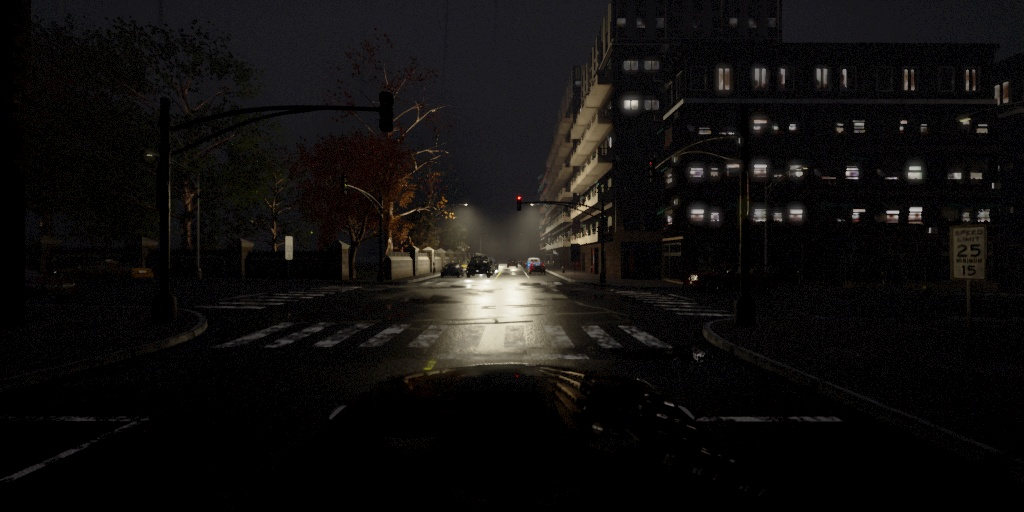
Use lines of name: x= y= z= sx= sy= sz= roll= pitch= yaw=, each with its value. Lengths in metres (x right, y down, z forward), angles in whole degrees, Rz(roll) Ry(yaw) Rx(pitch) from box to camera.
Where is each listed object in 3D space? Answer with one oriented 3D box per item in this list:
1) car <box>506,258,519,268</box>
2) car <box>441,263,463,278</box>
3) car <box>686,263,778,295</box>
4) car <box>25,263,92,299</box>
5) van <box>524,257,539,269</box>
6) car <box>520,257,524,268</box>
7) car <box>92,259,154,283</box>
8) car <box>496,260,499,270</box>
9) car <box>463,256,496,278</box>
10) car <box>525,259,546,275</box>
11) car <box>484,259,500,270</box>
car: x=0.093 y=1.304 z=62.667 sx=1.837 sy=1.490 sz=4.892 roll=0 pitch=0 yaw=0
car: x=-5.640 y=1.330 z=34.376 sx=1.948 sy=1.339 sz=4.313 roll=0 pitch=0 yaw=0
car: x=13.480 y=1.353 z=22.005 sx=5.009 sy=1.841 sz=2.192 roll=0 pitch=0 yaw=0
car: x=-18.945 y=1.007 z=13.365 sx=4.207 sy=1.307 sz=1.802 roll=0 pitch=0 yaw=0
van: x=2.758 y=1.116 z=45.623 sx=1.690 sy=1.789 sz=3.998 roll=0 pitch=0 yaw=0
car: x=2.775 y=1.230 z=56.884 sx=1.967 sy=1.591 sz=4.097 roll=0 pitch=0 yaw=0
car: x=-24.713 y=0.883 z=21.700 sx=4.829 sy=1.417 sz=1.751 roll=0 pitch=0 yaw=0
car: x=-3.032 y=1.322 z=44.914 sx=2.033 sy=1.411 sz=5.357 roll=0 pitch=0 yaw=0
car: x=-3.036 y=0.986 z=34.662 sx=2.150 sy=2.045 sz=5.566 roll=0 pitch=0 yaw=1
car: x=2.749 y=1.314 z=39.993 sx=1.888 sy=1.381 sz=4.507 roll=0 pitch=0 yaw=0
car: x=-3.008 y=1.279 z=55.013 sx=2.128 sy=1.511 sz=4.902 roll=0 pitch=0 yaw=0
